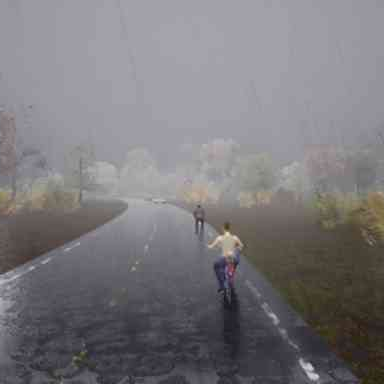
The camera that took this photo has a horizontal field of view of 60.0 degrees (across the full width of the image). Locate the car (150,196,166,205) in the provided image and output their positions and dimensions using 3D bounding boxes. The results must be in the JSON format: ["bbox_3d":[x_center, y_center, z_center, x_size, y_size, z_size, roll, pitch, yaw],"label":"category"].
[{"bbox_3d":[-5.670,1.465,56.758,1.895,1.301,4.718,0,0,-11],"label":"car"}]

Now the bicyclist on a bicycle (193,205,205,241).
[{"bbox_3d":[0.355,1.412,15.334,0.582,1.620,1.656,0,0,-3],"label":"bicyclist on a bicycle"}]

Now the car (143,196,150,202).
[{"bbox_3d":[-9.570,1.417,73.223,1.895,1.301,4.718,0,0,-15],"label":"car"}]

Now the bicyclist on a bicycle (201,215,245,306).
[{"bbox_3d":[0.726,1.415,6.987,0.866,1.612,1.509,0,0,-2],"label":"bicyclist on a bicycle"}]
